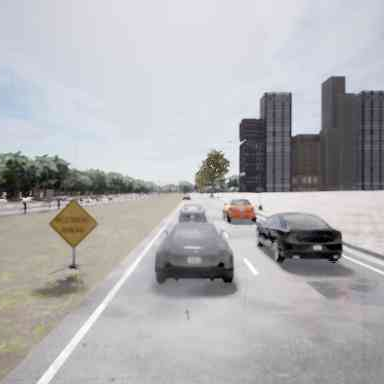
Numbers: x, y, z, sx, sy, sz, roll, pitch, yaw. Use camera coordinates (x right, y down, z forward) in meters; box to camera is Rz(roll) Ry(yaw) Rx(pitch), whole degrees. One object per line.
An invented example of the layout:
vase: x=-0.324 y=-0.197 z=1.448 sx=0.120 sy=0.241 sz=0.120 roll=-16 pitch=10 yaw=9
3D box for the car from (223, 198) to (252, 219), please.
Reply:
car: x=3.573 y=1.293 z=25.870 sx=2.097 sy=1.767 sz=4.553 roll=0 pitch=0 yaw=0

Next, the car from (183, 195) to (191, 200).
car: x=-1.218 y=1.378 z=78.594 sx=1.812 sy=1.442 sz=4.674 roll=0 pitch=0 yaw=0

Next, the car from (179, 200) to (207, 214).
car: x=0.047 y=1.497 z=22.469 sx=2.033 sy=1.411 sz=5.357 roll=0 pitch=0 yaw=0

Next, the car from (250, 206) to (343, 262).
car: x=3.577 y=1.451 z=11.954 sx=1.882 sy=1.535 sz=5.008 roll=0 pitch=0 yaw=0

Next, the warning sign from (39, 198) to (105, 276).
warning sign: x=-3.045 y=1.096 z=8.585 sx=1.300 sy=1.860 sz=1.060 roll=0 pitch=0 yaw=0

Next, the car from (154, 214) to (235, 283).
car: x=0.065 y=1.540 z=9.650 sx=1.994 sy=1.385 sz=4.181 roll=0 pitch=0 yaw=0
